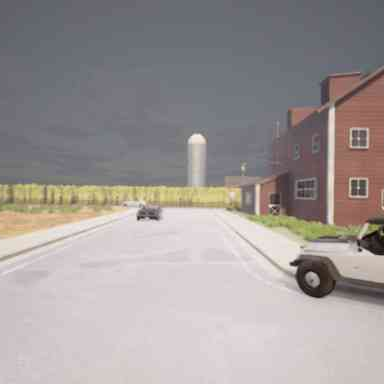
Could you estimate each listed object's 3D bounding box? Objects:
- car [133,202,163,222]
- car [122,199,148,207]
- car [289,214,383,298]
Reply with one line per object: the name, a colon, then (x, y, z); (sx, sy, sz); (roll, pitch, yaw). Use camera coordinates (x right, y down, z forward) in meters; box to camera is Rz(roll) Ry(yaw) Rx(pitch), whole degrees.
car: (-3.623, 1.818, 28.917); (1.895, 1.301, 4.718); (1, 0, 0)
car: (-9.977, 1.903, 58.438); (4.674, 1.442, 1.812); (1, 0, 1)
car: (4.167, 1.312, 7.025); (1.905, 1.878, 3.866); (-6, 3, -42)
